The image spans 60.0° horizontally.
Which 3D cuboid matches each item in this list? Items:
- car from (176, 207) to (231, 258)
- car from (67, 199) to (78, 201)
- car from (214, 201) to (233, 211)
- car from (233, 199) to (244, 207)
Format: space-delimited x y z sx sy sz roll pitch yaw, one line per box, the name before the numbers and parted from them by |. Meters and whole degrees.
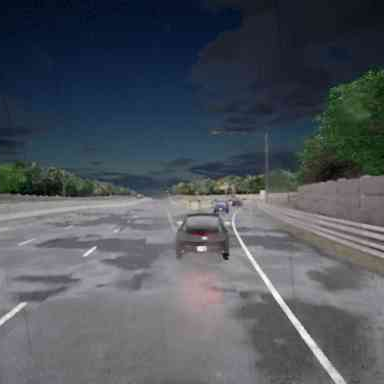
car | 0.448 1.564 12.951 1.837 1.490 4.892 0 0 3
car | -29.186 2.646 80.685 2.150 2.045 5.566 0 -2 -5
car | 3.827 1.896 42.206 1.812 1.442 4.674 0 -1 10
car | 9.068 2.084 65.477 1.837 1.490 4.892 -1 0 15
